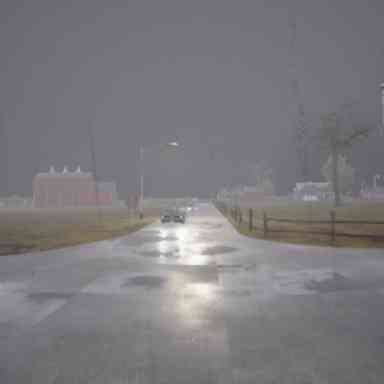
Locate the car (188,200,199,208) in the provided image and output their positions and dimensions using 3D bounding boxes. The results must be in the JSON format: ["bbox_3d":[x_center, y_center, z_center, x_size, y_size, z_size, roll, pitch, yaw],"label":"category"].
[{"bbox_3d":[0.265,2.466,68.107,1.837,1.490,4.892,0,-1,2],"label":"car"}]

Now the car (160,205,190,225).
[{"bbox_3d":[-1.450,1.989,27.548,1.895,1.301,4.718,0,-1,2],"label":"car"}]
